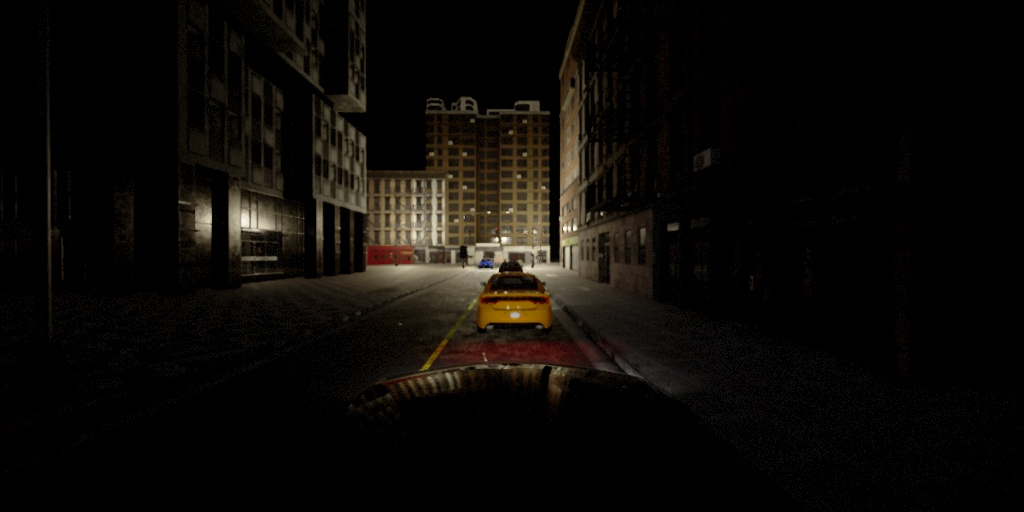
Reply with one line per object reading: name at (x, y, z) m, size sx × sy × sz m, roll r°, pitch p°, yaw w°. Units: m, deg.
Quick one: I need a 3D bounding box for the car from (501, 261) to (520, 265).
car at (-0.099, 1.128, 28.507) m, size 1.882 × 1.535 × 5.008 m, roll 0°, pitch 0°, yaw 0°

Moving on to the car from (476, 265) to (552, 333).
car at (0.038, 1.198, 10.670) m, size 1.882 × 1.535 × 5.008 m, roll 0°, pitch 0°, yaw -1°

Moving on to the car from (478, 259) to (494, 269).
car at (-3.409, 1.086, 47.642) m, size 1.812 × 1.442 × 4.674 m, roll 0°, pitch 0°, yaw 0°
